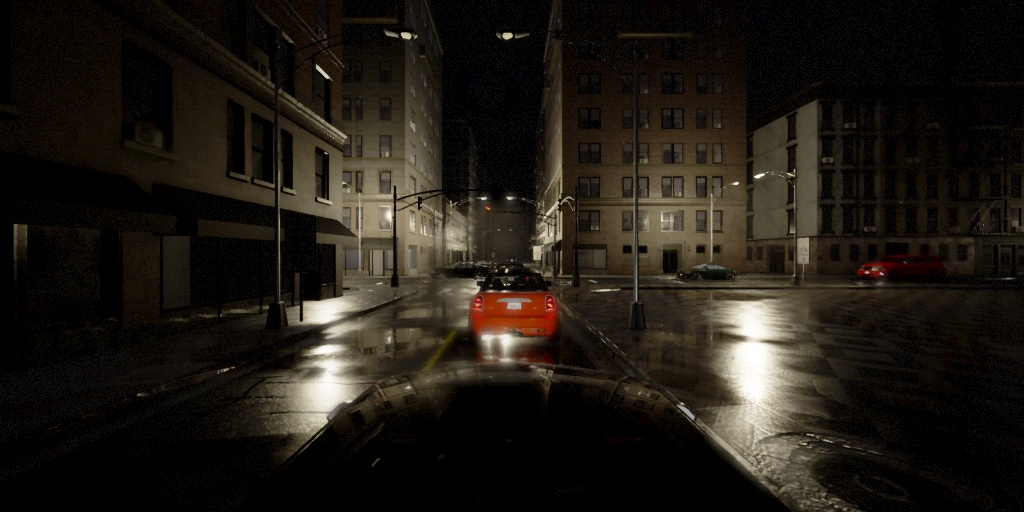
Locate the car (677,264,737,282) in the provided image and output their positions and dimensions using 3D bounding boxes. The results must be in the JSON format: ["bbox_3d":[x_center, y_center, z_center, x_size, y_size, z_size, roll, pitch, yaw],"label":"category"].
[{"bbox_3d":[15.464,1.318,28.589,4.181,1.385,1.994,0,0,-1],"label":"car"}]

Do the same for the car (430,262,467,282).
[{"bbox_3d":[-4.016,1.239,28.412,4.902,1.511,2.128,0,0,-1],"label":"car"}]

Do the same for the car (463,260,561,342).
[{"bbox_3d":[0.058,1.102,9.904,2.097,1.767,4.553,0,0,0],"label":"car"}]

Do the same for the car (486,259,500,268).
[{"bbox_3d":[-3.199,1.295,61.741,2.033,1.411,5.357,0,0,0],"label":"car"}]

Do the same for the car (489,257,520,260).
[{"bbox_3d":[-0.161,1.101,18.824,2.097,1.767,4.553,0,0,-3],"label":"car"}]

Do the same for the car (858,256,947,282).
[{"bbox_3d":[31.183,0.979,28.720,5.566,2.045,2.150,0,0,0],"label":"car"}]
